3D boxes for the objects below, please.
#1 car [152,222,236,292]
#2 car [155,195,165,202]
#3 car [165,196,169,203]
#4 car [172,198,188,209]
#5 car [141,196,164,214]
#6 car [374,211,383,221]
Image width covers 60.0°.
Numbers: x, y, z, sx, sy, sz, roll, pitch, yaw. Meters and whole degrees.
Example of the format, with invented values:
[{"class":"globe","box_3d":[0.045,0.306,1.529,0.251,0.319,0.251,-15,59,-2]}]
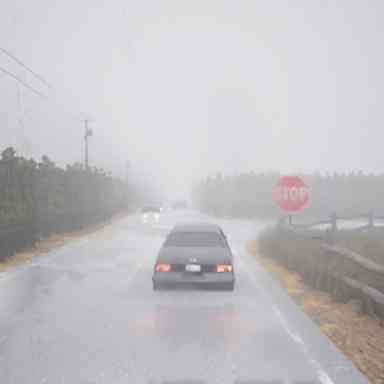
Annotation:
[{"class":"car","box_3d":[0.126,1.539,9.034,2.033,1.411,5.357,0,0,2]},{"class":"car","box_3d":[-5.308,1.312,47.913,2.097,1.767,4.553,0,0,-4]},{"class":"car","box_3d":[-5.781,1.505,66.564,1.994,1.385,4.181,0,0,1]},{"class":"car","box_3d":[-1.617,1.487,43.584,1.812,1.442,4.674,0,0,-5]},{"class":"car","box_3d":[-4.319,1.515,35.677,2.033,1.411,5.357,0,0,-5]},{"class":"car","box_3d":[15.731,1.527,23.181,5.357,1.411,2.033,0,0,0]}]
